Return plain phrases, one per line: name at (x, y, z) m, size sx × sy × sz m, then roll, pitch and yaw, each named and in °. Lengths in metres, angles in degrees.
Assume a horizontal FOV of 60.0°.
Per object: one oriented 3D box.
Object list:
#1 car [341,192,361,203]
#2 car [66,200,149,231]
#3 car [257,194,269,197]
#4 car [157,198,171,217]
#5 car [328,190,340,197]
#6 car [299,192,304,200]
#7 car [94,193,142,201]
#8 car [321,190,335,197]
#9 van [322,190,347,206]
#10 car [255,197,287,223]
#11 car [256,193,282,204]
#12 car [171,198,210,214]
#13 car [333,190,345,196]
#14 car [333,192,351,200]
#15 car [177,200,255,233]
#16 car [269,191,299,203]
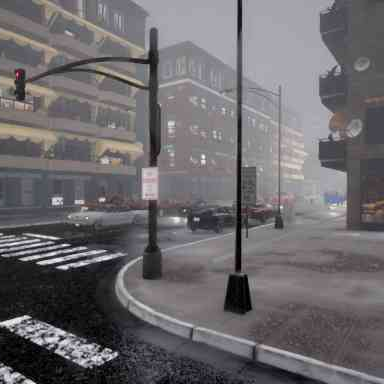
car at (23.858, 0.764, 49.842) m, size 1.887 × 1.381 × 4.507 m, roll 2°, pitch 2°, yaw 35°
car at (-4.759, 1.375, 19.192) m, size 1.895 × 1.301 × 4.718 m, roll 1°, pitch 1°, yaw 34°
car at (5.812, 1.013, 34.254) m, size 1.837 × 1.490 × 4.892 m, roll 1°, pitch 1°, yaw 35°
car at (-2.201, 1.181, 27.356) m, size 1.887 × 1.381 × 4.507 m, roll 2°, pitch 2°, yaw 35°
car at (33.049, 0.337, 77.478) m, size 1.802 × 1.307 × 4.206 m, roll 2°, pitch 2°, yaw 35°
car at (17.026, 0.720, 54.695) m, size 1.947 × 1.339 × 4.313 m, roll 2°, pitch 2°, yaw 35°
car at (-5.403, 1.031, 22.794) m, size 2.192 × 1.841 × 5.009 m, roll 2°, pitch 2°, yaw 35°
car at (29.845, 0.379, 72.921) m, size 1.887 × 1.381 × 4.507 m, roll 2°, pitch 2°, yaw 35°
van at (17.452, 0.721, 40.725) m, size 1.690 × 1.788 × 3.998 m, roll 2°, pitch 2°, yaw 35°
car at (4.631, 1.283, 22.504) m, size 1.802 × 1.307 × 4.206 m, roll 2°, pitch 2°, yaw 35°
car at (10.617, 0.881, 45.582) m, size 1.947 × 1.339 × 4.313 m, roll 2°, pitch 2°, yaw 35°
car at (0.561, 1.203, 26.817) m, size 1.994 × 1.385 × 4.181 m, roll 1°, pitch 1°, yaw 34°
car at (36.253, 0.257, 82.034) m, size 1.802 × 1.307 × 4.206 m, roll 2°, pitch 2°, yaw 35°
car at (25.897, 0.696, 57.261) m, size 1.895 × 1.301 × 4.718 m, roll 1°, pitch 1°, yaw 35°
car at (1.426, 1.348, 17.947) m, size 1.947 × 1.339 × 4.313 m, roll 2°, pitch 2°, yaw 35°
car at (11.516, 0.718, 42.315) m, size 2.097 × 1.767 × 4.553 m, roll 1°, pitch 1°, yaw 35°
